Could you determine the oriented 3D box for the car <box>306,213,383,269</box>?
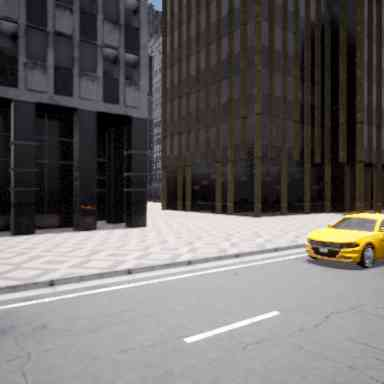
[{"bbox_3d":[5.991,1.501,11.479,5.008,1.535,1.882,0,0,-36],"label":"car"}]
